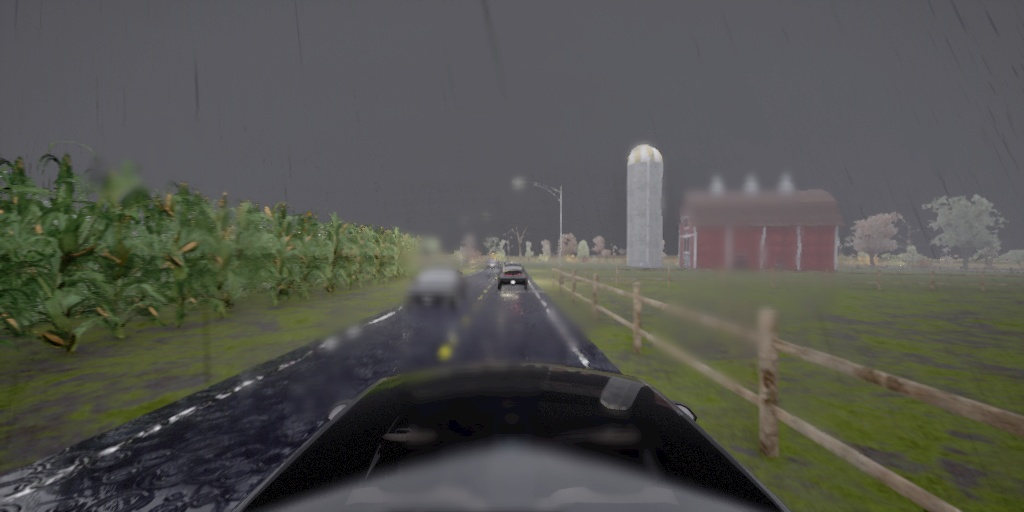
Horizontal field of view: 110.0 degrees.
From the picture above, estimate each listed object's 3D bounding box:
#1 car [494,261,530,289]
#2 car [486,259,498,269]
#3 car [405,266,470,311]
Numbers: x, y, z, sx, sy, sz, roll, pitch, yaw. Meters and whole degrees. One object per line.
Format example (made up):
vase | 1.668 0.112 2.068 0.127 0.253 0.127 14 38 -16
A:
car | 0.054 1.237 22.886 1.837 1.490 4.892 0 0 0
car | -2.949 1.222 56.319 2.128 1.511 4.902 0 0 0
car | -2.870 1.216 14.689 1.882 1.535 5.008 0 0 0
